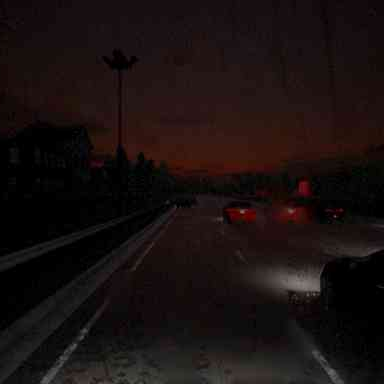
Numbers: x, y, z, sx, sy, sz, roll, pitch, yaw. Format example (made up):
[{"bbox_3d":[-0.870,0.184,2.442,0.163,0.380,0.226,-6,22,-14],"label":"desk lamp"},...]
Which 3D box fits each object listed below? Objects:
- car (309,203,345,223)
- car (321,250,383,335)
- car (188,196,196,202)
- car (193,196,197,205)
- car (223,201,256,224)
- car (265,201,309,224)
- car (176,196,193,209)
[{"bbox_3d":[10.600,1.611,27.025,2.128,1.511,4.902,0,0,0],"label":"car"},{"bbox_3d":[3.601,1.549,5.051,1.812,1.442,4.674,0,0,0],"label":"car"},{"bbox_3d":[-0.003,1.779,83.851,1.994,1.385,4.181,0,0,0],"label":"car"},{"bbox_3d":[-0.002,1.855,66.934,2.033,1.411,5.357,0,0,0],"label":"car"},{"bbox_3d":[3.600,1.467,25.900,2.097,1.767,4.553,0,0,0],"label":"car"},{"bbox_3d":[7.099,1.467,25.960,2.097,1.767,4.553,0,0,0],"label":"car"},{"bbox_3d":[-1.228,1.573,50.211,2.097,1.767,4.553,0,0,0],"label":"car"}]
